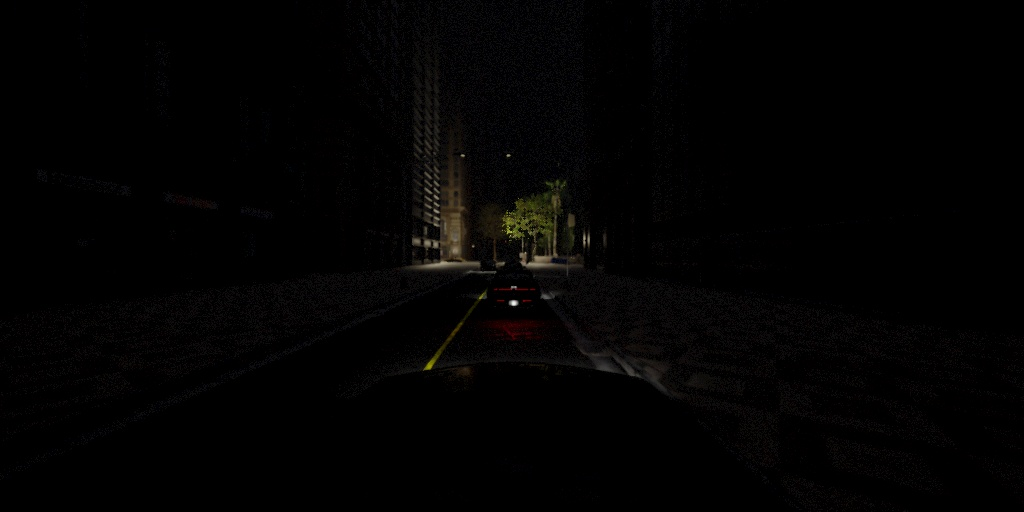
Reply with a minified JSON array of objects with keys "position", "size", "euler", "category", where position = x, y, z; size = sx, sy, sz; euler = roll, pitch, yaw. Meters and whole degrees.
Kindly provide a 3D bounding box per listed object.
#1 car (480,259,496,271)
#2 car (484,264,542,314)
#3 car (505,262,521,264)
[{"position":[-3.065,1.170,47.037],"size":[1.882,1.535,5.008],"euler":[0,0,0],"category":"car"},{"position":[0.074,1.235,13.780],"size":[1.837,1.490,4.892],"euler":[0,0,0],"category":"car"},{"position":[0.084,1.216,29.208],"size":[1.837,1.490,4.892],"euler":[0,1,0],"category":"car"}]
